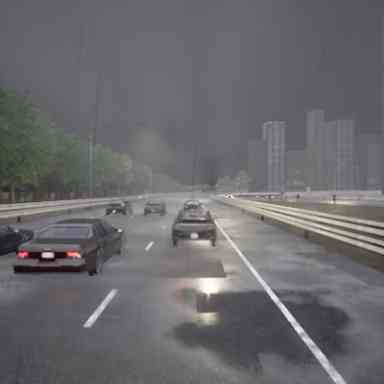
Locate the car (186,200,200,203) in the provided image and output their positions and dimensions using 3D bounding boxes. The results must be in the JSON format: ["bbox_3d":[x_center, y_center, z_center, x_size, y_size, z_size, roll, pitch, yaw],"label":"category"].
[{"bbox_3d":[0.081,1.493,32.945,1.812,1.442,4.674,0,0,0],"label":"car"}]

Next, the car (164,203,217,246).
[{"bbox_3d":[0.092,1.476,15.218,2.128,1.511,4.902,0,0,0],"label":"car"}]

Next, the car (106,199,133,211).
[{"bbox_3d":[-6.918,1.473,31.986,1.837,1.490,4.892,0,0,0],"label":"car"}]

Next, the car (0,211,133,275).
[{"bbox_3d":[-3.406,1.537,10.355,2.033,1.411,5.357,0,0,0],"label":"car"}]

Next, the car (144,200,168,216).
[{"bbox_3d":[-3.419,1.460,31.840,2.128,1.511,4.902,0,0,0],"label":"car"}]

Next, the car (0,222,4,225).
[{"bbox_3d":[-6.906,1.537,10.318,2.033,1.411,5.357,0,0,0],"label":"car"}]
